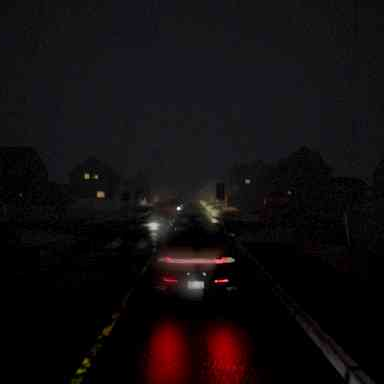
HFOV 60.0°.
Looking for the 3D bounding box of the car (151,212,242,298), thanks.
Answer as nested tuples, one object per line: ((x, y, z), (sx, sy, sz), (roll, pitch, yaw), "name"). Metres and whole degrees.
((0.129, 1.496, 8.523), (2.128, 1.511, 4.902), (0, 0, 1), "car")

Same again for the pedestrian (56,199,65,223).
((-9.845, 1.386, 24.850), (0.375, 1.860, 0.375), (0, -3, -1), "pedestrian")

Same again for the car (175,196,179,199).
((-2.926, 1.606, 41.700), (1.812, 1.442, 4.674), (0, 0, 0), "car")

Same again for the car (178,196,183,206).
((-2.890, 1.731, 54.002), (1.895, 1.301, 4.718), (0, 0, 0), "car")

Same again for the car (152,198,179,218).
((-2.426, 1.525, 28.628), (1.882, 1.535, 5.008), (0, 0, -7), "car")
